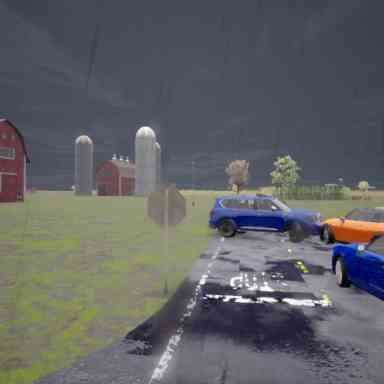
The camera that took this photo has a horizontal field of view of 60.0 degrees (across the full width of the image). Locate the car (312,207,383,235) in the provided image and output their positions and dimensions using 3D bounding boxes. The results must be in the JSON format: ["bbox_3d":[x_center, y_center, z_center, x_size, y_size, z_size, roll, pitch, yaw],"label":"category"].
[{"bbox_3d":[7.036,1.364,12.993,2.097,1.767,4.553,0,0,-13],"label":"car"}]

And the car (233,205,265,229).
[{"bbox_3d":[3.850,1.601,22.696,1.895,1.301,4.718,0,0,9],"label":"car"}]

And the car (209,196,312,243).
[{"bbox_3d":[3.538,1.218,16.371,5.566,2.045,2.150,0,0,29],"label":"car"}]

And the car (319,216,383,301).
[{"bbox_3d":[4.472,1.480,6.294,1.882,1.535,5.008,0,0,-3],"label":"car"}]

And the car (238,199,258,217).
[{"bbox_3d":[5.504,1.502,33.003,1.837,1.490,4.892,0,0,9],"label":"car"}]
